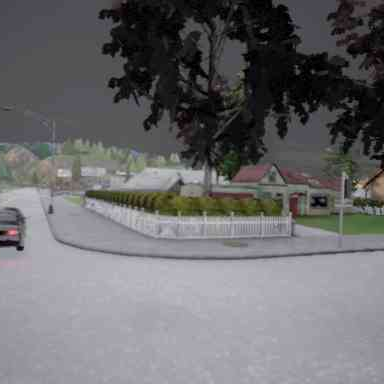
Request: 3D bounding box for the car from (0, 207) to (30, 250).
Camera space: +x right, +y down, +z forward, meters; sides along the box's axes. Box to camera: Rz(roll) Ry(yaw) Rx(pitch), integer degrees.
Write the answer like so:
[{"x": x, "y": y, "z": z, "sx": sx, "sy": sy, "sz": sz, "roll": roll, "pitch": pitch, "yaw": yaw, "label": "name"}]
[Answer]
[{"x": -7.160, "y": 1.252, "z": 12.363, "sx": 2.033, "sy": 1.411, "sz": 5.357, "roll": 2, "pitch": 0, "yaw": -25, "label": "car"}]
